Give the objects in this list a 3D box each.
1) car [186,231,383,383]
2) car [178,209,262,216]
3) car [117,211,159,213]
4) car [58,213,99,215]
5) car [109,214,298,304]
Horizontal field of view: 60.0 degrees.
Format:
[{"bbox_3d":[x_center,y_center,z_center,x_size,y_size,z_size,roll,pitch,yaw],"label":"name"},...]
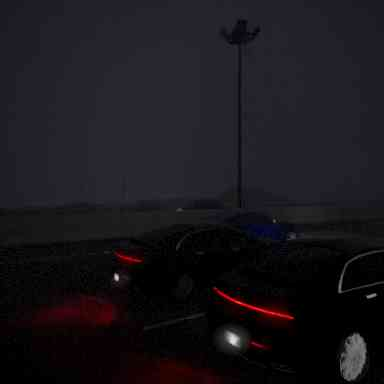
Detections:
[{"bbox_3d":[2.499,1.501,5.312,4.892,1.490,1.837,0,0,-34],"label":"car"},{"bbox_3d":[2.172,1.464,13.418,5.008,1.535,1.882,0,0,-32],"label":"car"},{"bbox_3d":[-4.332,1.451,30.165,4.902,1.511,2.128,0,0,-31],"label":"car"},{"bbox_3d":[-10.677,1.514,30.347,4.181,1.385,1.994,0,0,-32],"label":"car"},{"bbox_3d":[0.466,1.495,8.159,4.892,1.490,1.837,0,0,-34],"label":"car"}]
